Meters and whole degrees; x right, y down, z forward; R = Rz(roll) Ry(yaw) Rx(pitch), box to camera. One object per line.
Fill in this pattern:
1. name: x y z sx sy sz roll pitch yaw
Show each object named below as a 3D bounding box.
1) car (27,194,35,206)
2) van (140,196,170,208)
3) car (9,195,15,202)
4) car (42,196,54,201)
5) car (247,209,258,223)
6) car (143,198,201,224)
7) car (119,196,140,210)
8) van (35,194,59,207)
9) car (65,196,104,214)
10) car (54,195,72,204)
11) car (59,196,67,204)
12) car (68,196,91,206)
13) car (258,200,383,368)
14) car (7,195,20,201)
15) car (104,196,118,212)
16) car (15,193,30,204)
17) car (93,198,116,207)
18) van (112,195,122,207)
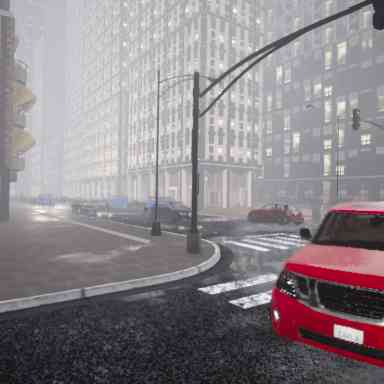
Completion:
1. car: -23.748 1.432 51.430 1.802 1.307 4.206 1 -1 -35
2. van: -3.886 1.382 37.780 1.690 1.788 3.998 1 -1 -35
3. car: -36.754 1.396 69.905 1.947 1.339 4.313 1 -1 -35
4. car: -36.407 1.570 83.965 1.802 1.307 4.206 1 -1 -35
5. car: 5.868 1.505 23.923 1.967 1.590 4.097 1 -1 -35
6. car: -1.295 1.436 24.038 2.128 1.511 4.902 1 -1 -35
7. car: -7.141 1.584 42.397 2.008 1.369 4.403 1 -1 -35
8. van: -20.492 1.197 46.813 1.690 1.788 3.998 1 -1 -35
9. car: -10.741 1.426 32.955 2.008 1.369 4.403 1 -1 -35
10. car: -23.980 1.433 61.817 1.882 1.535 5.008 1 -1 -35
11. car: -19.328 1.116 49.836 1.895 1.301 4.718 1 -1 -35
12. car: -18.198 1.456 53.605 2.128 1.511 4.902 1 -1 -35
13. car: 3.382 1.222 5.926 2.150 2.045 5.566 2 1 36
14. car: -40.005 1.377 74.524 2.008 1.369 4.403 1 -1 -35
15. car: -10.558 1.469 37.202 2.033 1.411 5.357 1 -1 -35
16. car: -30.247 1.154 60.670 2.192 1.841 5.009 1 -1 -35
17. car: -13.645 1.586 51.634 1.947 1.339 4.313 1 -1 -35
18. van: -10.389 1.367 47.018 1.690 1.788 3.998 1 -1 -35
